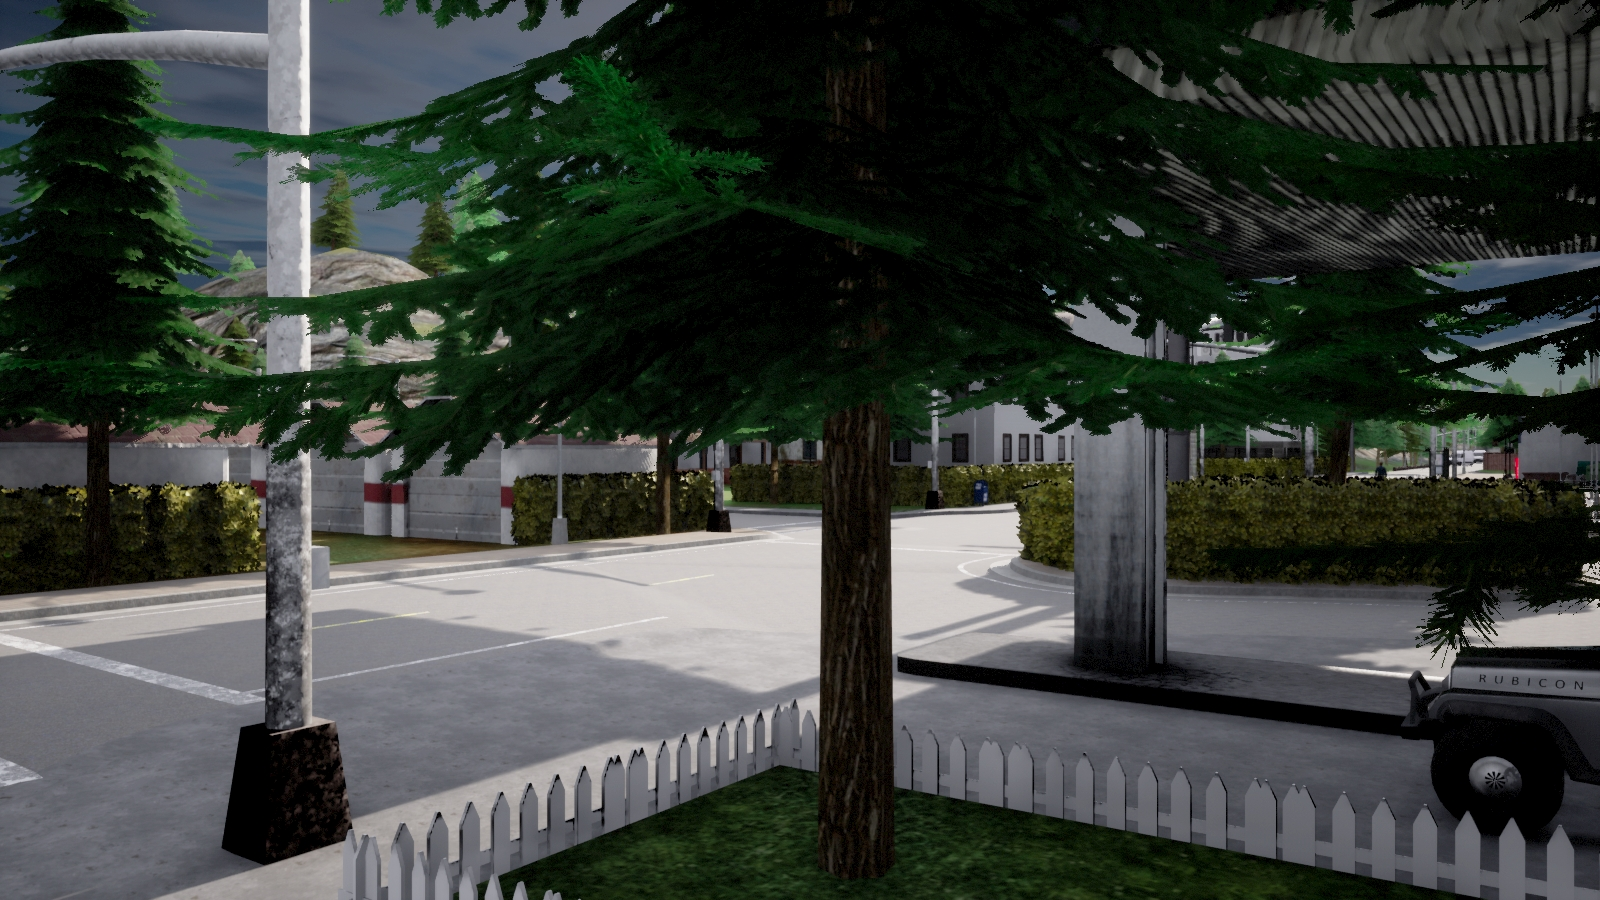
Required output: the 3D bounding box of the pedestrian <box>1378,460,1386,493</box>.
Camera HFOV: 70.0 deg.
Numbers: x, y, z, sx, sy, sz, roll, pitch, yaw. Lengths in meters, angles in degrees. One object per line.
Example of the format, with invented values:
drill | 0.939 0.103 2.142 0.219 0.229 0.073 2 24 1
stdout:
pedestrian | 33.190 1.502 65.186 0.375 1.860 0.375 0 0 34
